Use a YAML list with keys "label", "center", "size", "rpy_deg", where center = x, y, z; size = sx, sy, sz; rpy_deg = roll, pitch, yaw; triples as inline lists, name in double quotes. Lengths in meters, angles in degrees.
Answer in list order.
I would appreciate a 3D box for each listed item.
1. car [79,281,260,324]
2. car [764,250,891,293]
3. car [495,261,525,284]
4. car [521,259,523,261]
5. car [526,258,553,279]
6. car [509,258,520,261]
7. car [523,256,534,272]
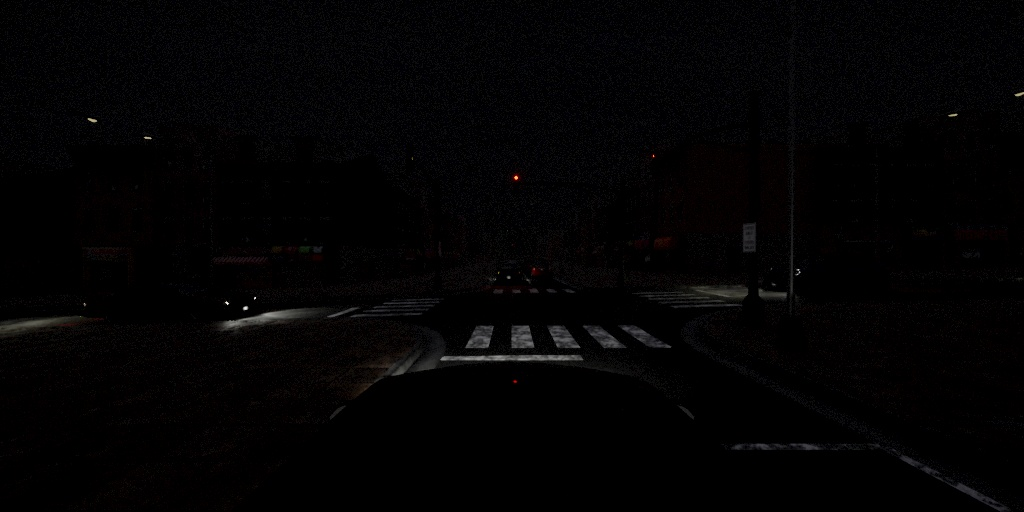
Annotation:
- label: "car"
  center: [-12.587, 1.643, 13.344]
  size: [5.357, 1.411, 2.033]
  rpy_deg: [-2, 0, 0]
- label: "car"
  center: [14.167, 0.666, 16.343]
  size: [4.553, 1.767, 2.097]
  rpy_deg: [-1, 0, 0]
- label: "car"
  center: [-0.163, 1.299, 27.150]
  size: [1.812, 1.442, 4.674]
  rpy_deg: [0, 0, 1]
- label: "car"
  center: [2.631, 1.127, 43.978]
  size: [2.192, 1.841, 5.009]
  rpy_deg: [0, 0, 0]
- label: "car"
  center: [2.633, 1.225, 33.174]
  size: [1.967, 1.591, 4.097]
  rpy_deg: [0, 0, 0]
- label: "car"
  center: [0.094, 1.397, 62.480]
  size: [1.812, 1.442, 4.674]
  rpy_deg: [0, 0, 0]
- label: "car"
  center: [2.632, 1.112, 38.575]
  size: [2.192, 1.841, 5.009]
  rpy_deg: [0, 0, 0]
